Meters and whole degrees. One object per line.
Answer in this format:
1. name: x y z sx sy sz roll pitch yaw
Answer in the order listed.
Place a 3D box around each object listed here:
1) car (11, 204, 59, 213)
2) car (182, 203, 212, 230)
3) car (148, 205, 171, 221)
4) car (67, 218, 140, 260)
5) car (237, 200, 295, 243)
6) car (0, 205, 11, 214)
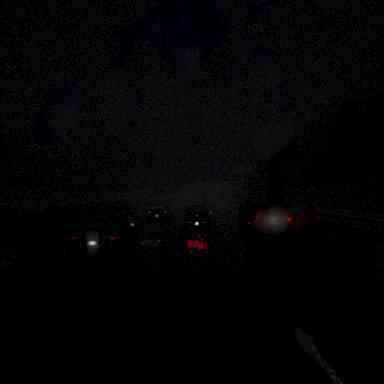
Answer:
1. car: -13.635 1.832 29.810 1.882 1.535 5.008 0 -1 2
2. car: 0.350 1.786 23.469 1.837 1.490 4.892 0 -1 1
3. car: -2.977 1.902 31.018 1.812 1.442 4.674 0 -1 1
4. car: -3.312 1.711 13.126 1.994 1.385 4.181 0 -1 1
5. car: 3.742 1.428 17.576 2.150 2.045 5.566 0 -1 1
6. car: -17.174 1.844 28.675 1.837 1.490 4.892 0 -1 2
